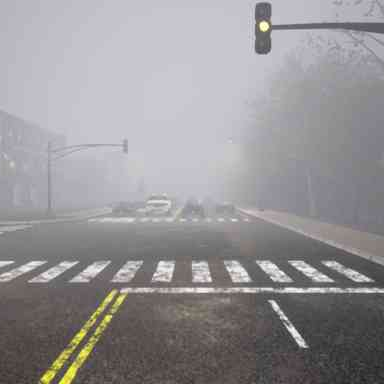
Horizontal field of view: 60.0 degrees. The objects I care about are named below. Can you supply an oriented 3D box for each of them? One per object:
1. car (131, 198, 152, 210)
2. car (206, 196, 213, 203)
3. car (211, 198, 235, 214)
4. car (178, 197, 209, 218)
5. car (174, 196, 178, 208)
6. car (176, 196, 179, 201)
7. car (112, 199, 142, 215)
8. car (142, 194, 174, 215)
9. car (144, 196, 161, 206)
[{"bbox_3d":[-6.537,1.548,43.487,1.994,1.385,4.181,0,0,1],"label":"car"},{"bbox_3d":[3.316,1.523,64.225,2.033,1.411,5.357,0,0,0],"label":"car"},{"bbox_3d":[3.387,1.589,35.540,1.895,1.301,4.718,0,0,0],"label":"car"},{"bbox_3d":[0.133,1.482,30.438,2.128,1.511,4.902,0,0,0],"label":"car"},{"bbox_3d":[-3.291,1.585,44.330,1.895,1.301,4.718,0,0,1],"label":"car"},{"bbox_3d":[-3.264,1.482,58.374,1.837,1.490,4.892,0,0,0],"label":"car"},{"bbox_3d":[-6.560,1.590,33.155,1.895,1.301,4.718,0,0,0],"label":"car"},{"bbox_3d":[-3.306,1.211,33.747,2.150,2.045,5.566,0,0,0],"label":"car"},{"bbox_3d":[-6.517,1.471,55.513,2.128,1.511,4.902,0,0,0],"label":"car"}]
